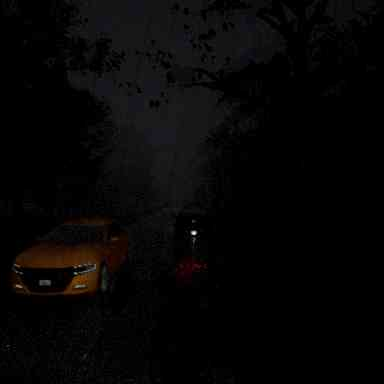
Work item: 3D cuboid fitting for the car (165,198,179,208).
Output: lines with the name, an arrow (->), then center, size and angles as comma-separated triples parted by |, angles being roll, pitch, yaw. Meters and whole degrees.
car -> -3.009, 1.652, 50.263 | 1.882, 1.535, 5.008 | 0, -1, 0

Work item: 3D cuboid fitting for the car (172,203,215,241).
car -> 0.079, 1.524, 16.892 | 1.837, 1.490, 4.892 | 0, 0, 0

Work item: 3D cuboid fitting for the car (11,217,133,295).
car -> -2.857, 1.488, 8.945 | 1.882, 1.535, 5.008 | 0, 0, 0

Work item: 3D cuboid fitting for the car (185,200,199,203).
car -> 0.017, 1.539, 34.034 | 2.128, 1.511, 4.902 | 0, 0, 0
